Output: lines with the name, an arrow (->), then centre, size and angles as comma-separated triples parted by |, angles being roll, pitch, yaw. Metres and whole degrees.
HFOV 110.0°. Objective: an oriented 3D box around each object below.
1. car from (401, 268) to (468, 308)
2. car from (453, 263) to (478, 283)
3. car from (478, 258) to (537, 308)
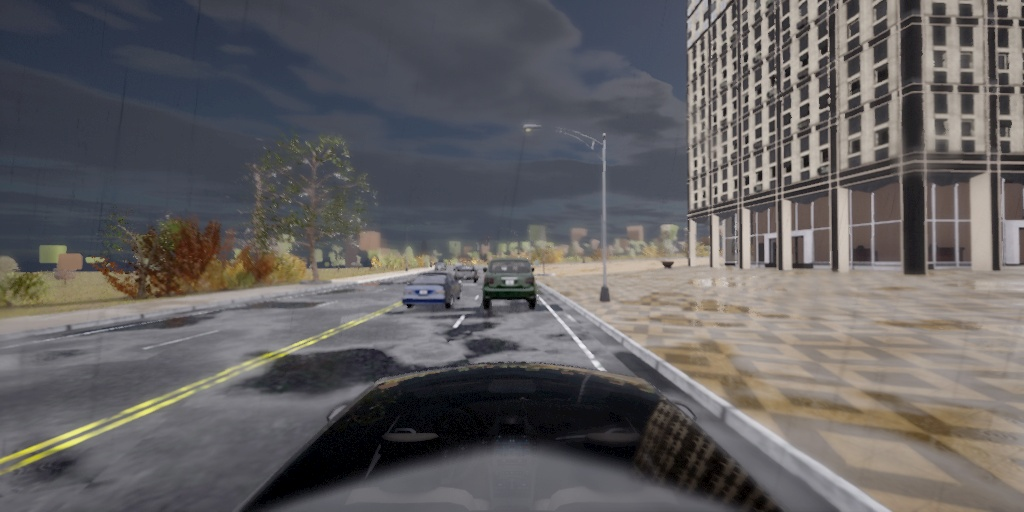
car -> -3.386, 1.437, 15.997 | 2.033, 1.411, 5.357 | 0, -1, -1
car -> -3.896, 1.543, 31.332 | 2.128, 1.511, 4.902 | 0, -1, -2
car -> -0.137, 1.107, 16.087 | 2.150, 2.045, 5.566 | 0, 0, -1
